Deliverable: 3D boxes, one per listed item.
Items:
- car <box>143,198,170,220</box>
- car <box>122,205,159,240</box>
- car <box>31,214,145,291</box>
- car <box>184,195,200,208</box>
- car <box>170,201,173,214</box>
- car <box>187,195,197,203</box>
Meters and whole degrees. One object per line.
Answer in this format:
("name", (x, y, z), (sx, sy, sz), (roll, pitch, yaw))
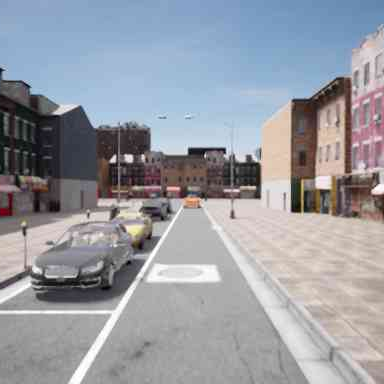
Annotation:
("car", (-3.019, 1.406, 26.584), (1.837, 1.490, 4.892), (0, 0, 0))
("car", (-2.643, 1.472, 14.127), (1.752, 1.417, 4.829), (0, 0, 0))
("car", (-2.643, 1.517, 8.869), (2.008, 1.369, 4.403), (0, 0, 0))
("car", (0.018, 1.222, 45.233), (2.097, 1.767, 4.553), (0, 0, 0))
("car", (-3.013, 1.357, 33.585), (1.882, 1.535, 5.008), (0, 0, 0))
("car", (0.053, 1.335, 62.670), (1.812, 1.442, 4.674), (0, 0, 2))
